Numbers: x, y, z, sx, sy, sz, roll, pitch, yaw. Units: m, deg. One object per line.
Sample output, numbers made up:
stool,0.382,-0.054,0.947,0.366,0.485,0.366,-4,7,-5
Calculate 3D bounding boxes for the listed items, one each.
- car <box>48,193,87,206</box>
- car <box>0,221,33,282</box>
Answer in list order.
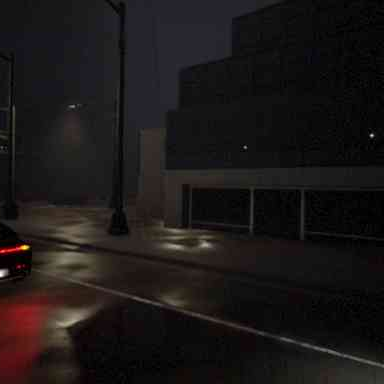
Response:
car,-14.156,0.861,38.092,1.994,1.385,4.181,2,1,36
car,-5.824,1.349,8.119,4.892,1.490,1.837,1,1,35
